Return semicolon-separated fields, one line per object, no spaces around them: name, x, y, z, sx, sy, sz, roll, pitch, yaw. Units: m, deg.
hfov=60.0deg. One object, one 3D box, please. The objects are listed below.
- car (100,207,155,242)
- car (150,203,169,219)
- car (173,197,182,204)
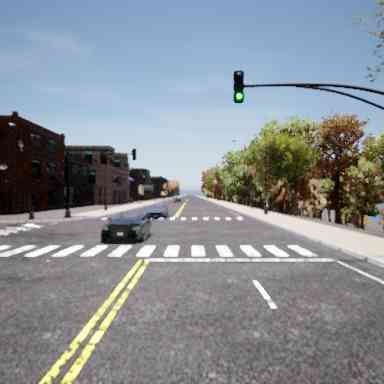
car;-3.236;1.697;16.921;1.994;1.385;4.181;0;0;0
car;-3.248;1.793;32.345;2.033;1.411;5.357;0;0;0
car;-3.347;2.042;78.603;1.837;1.490;4.892;0;0;0
